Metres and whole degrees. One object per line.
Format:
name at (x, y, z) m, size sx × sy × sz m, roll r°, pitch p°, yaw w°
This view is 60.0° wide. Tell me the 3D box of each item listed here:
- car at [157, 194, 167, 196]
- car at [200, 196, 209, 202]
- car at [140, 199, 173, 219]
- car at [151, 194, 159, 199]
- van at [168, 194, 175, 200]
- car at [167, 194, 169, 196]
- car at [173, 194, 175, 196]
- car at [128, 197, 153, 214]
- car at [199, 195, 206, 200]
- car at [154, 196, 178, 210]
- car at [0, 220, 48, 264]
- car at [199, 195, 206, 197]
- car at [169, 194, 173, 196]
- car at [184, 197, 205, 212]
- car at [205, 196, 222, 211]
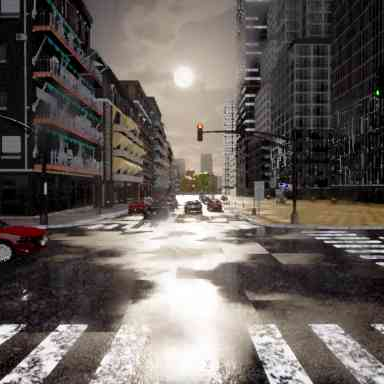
car at (-5.599, 1.312, 52.279) m, size 2.192 × 1.841 × 5.009 m, roll -1°, pitch 0°, yaw 0°
car at (2.798, 1.547, 74.915) m, size 1.887 × 1.381 × 4.507 m, roll -1°, pitch 0°, yaw 0°
car at (-3.041, 1.560, 29.105) m, size 1.994 × 1.385 × 4.181 m, roll 0°, pitch 0°, yaw 0°
car at (-5.620, 1.436, 40.981) m, size 1.967 × 1.590 × 4.097 m, roll -1°, pitch 0°, yaw 0°
van at (-5.518, 1.350, 91.820) m, size 1.690 × 1.788 × 3.998 m, roll -1°, pitch 0°, yaw 0°
car at (-5.586, 1.438, 57.927) m, size 1.967 × 1.590 × 4.097 m, roll -1°, pitch 0°, yaw 0°
car at (-5.530, 1.321, 86.173) m, size 2.192 × 1.841 × 5.009 m, roll -1°, pitch 0°, yaw 0°
car at (-5.630, 1.540, 35.332) m, size 1.887 × 1.381 × 4.507 m, roll -1°, pitch 0°, yaw 0°
car at (2.832, 1.534, 92.033) m, size 1.752 × 1.417 × 4.829 m, roll -1°, pitch 0°, yaw 0°
car at (-3.017, 1.500, 39.015) m, size 1.837 × 1.490 × 4.892 m, roll 0°, pitch 0°, yaw 0°
car at (-7.626, 1.513, 11.466) m, size 5.008 × 1.535 × 1.882 m, roll 0°, pitch 1°, yaw 0°
car at (2.775, 1.551, 63.617) m, size 2.008 × 1.369 × 4.403 m, roll -1°, pitch 0°, yaw 0°
car at (-5.561, 1.583, 69.226) m, size 1.802 × 1.307 × 4.206 m, roll -1°, pitch 0°, yaw 0°
car at (0.149, 1.559, 38.268) m, size 1.994 × 1.385 × 4.181 m, roll 0°, pitch 0°, yaw 0°
car at (2.728, 1.540, 41.021) m, size 1.887 × 1.381 × 4.507 m, roll -1°, pitch 0°, yaw 0°
